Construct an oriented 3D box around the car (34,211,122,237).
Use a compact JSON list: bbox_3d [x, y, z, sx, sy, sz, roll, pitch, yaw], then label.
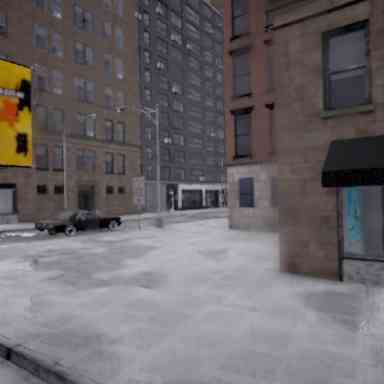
[{"bbox_3d":[-6.266,1.727,18.980,1.895,1.301,4.718,-2,-1,35],"label":"car"}]
